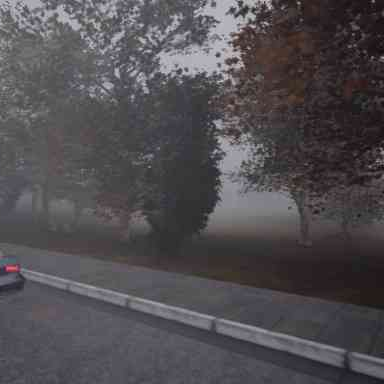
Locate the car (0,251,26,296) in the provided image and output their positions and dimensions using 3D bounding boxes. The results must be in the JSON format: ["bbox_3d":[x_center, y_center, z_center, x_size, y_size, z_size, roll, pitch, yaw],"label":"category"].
[{"bbox_3d":[-5.899,1.578,7.546,5.357,1.411,2.033,0,0,36],"label":"car"}]
